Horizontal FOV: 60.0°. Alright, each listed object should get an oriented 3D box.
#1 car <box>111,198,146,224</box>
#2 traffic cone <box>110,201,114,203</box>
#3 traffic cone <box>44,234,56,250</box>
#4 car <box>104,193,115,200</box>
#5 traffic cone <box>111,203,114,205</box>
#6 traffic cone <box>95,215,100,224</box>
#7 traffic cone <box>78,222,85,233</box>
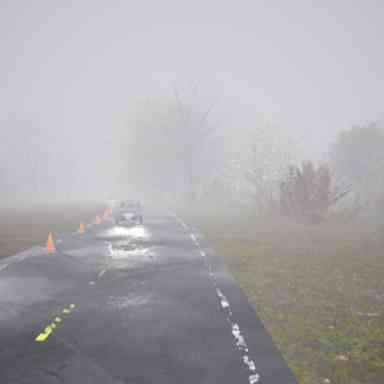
[{"bbox_3d":[-4.362,1.363,23.571,2.128,1.511,4.902,0,0,-8],"label":"car"},{"bbox_3d":[-9.854,1.722,41.870,0.340,0.580,0.340,0,0,-13],"label":"traffic cone"},{"bbox_3d":[-5.401,1.885,12.656,0.340,0.580,0.340,0,0,-4],"label":"traffic cone"},{"bbox_3d":[-18.948,1.074,75.989,1.837,1.490,4.892,0,0,-24],"label":"car"},{"bbox_3d":[-8.798,1.750,37.054,0.340,0.580,0.340,0,0,-12],"label":"traffic cone"},{"bbox_3d":[-6.381,1.832,22.467,0.340,0.580,0.340,0,0,-7],"label":"traffic cone"},{"bbox_3d":[-5.827,1.858,17.568,0.340,0.580,0.340,0,0,-6],"label":"traffic cone"}]
